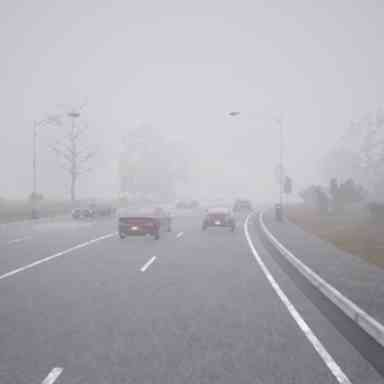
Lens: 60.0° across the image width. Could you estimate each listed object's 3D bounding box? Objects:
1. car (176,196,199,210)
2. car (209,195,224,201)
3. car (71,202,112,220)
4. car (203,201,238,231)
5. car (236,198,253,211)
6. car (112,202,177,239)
[{"bbox_3d":[-0.641,1.285,42.610,2.097,1.767,4.553,0,0,17],"label":"car"},{"bbox_3d":[4.931,1.425,66.573,1.837,1.490,4.892,0,0,26],"label":"car"},{"bbox_3d":[-7.972,1.535,27.370,1.895,1.301,4.718,0,0,11],"label":"car"},{"bbox_3d":[1.747,1.504,20.535,1.812,1.442,4.674,0,0,8],"label":"car"},{"bbox_3d":[6.312,1.458,40.860,2.128,1.511,4.902,0,0,16],"label":"car"},{"bbox_3d":[-2.250,1.448,17.146,1.882,1.535,5.008,0,0,6],"label":"car"}]
